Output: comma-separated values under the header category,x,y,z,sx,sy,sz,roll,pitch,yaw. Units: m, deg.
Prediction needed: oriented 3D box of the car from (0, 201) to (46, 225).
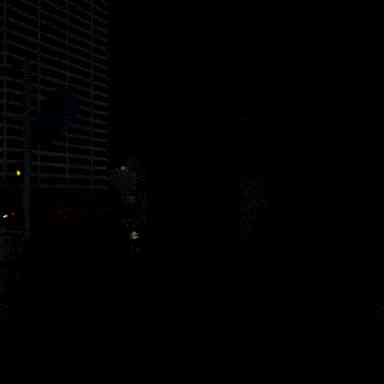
category,x,y,z,sx,sy,sz,roll,pitch,yaw
car,-11.322,1.571,24.092,1.994,1.385,4.181,0,0,35

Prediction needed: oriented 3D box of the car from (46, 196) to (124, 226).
category,x,y,z,sx,sy,sz,roll,pitch,yaw
car,-7.421,1.358,23.547,2.097,1.767,4.553,0,0,35

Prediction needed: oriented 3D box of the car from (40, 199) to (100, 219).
category,x,y,z,sx,sy,sz,roll,pitch,yaw
car,-11.137,1.486,30.762,1.882,1.535,5.008,0,0,35
